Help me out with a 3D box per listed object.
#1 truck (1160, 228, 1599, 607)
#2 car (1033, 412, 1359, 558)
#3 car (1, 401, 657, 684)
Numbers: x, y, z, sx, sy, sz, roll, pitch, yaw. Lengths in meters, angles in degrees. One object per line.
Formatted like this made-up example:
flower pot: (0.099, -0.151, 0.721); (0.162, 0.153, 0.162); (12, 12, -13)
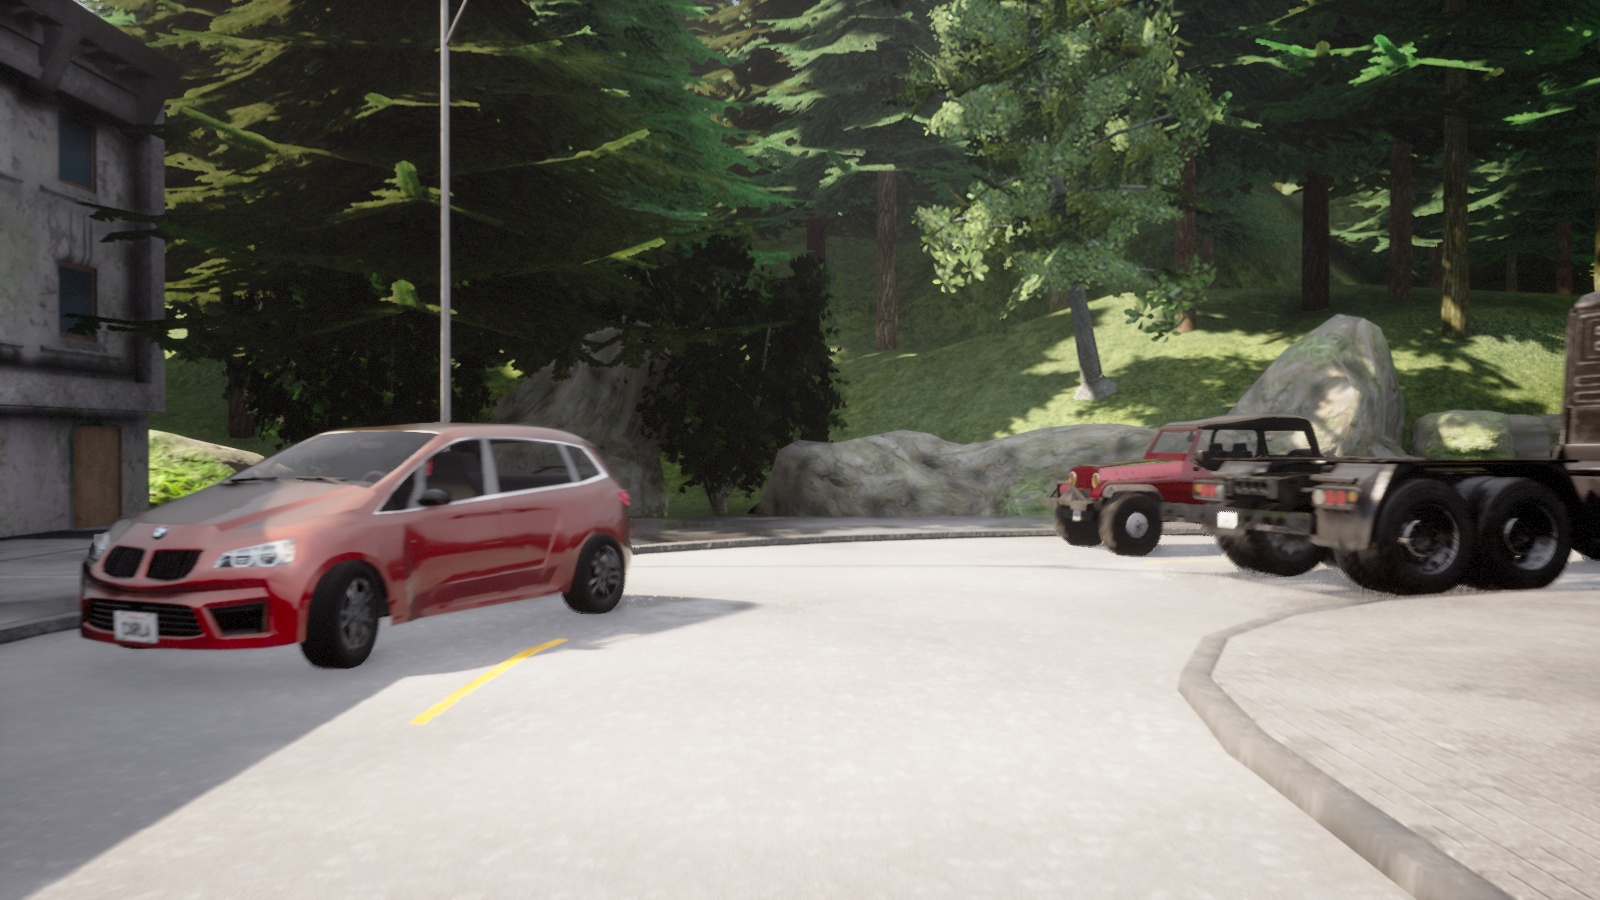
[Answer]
truck: (8.290, -0.307, 13.874); (7.936, 3.462, 2.891); (0, 0, -15)
car: (5.413, 0.450, 17.417); (3.866, 1.878, 1.905); (0, 0, -10)
car: (-3.305, 0.534, 9.941); (2.242, 1.667, 4.611); (0, 0, 25)
